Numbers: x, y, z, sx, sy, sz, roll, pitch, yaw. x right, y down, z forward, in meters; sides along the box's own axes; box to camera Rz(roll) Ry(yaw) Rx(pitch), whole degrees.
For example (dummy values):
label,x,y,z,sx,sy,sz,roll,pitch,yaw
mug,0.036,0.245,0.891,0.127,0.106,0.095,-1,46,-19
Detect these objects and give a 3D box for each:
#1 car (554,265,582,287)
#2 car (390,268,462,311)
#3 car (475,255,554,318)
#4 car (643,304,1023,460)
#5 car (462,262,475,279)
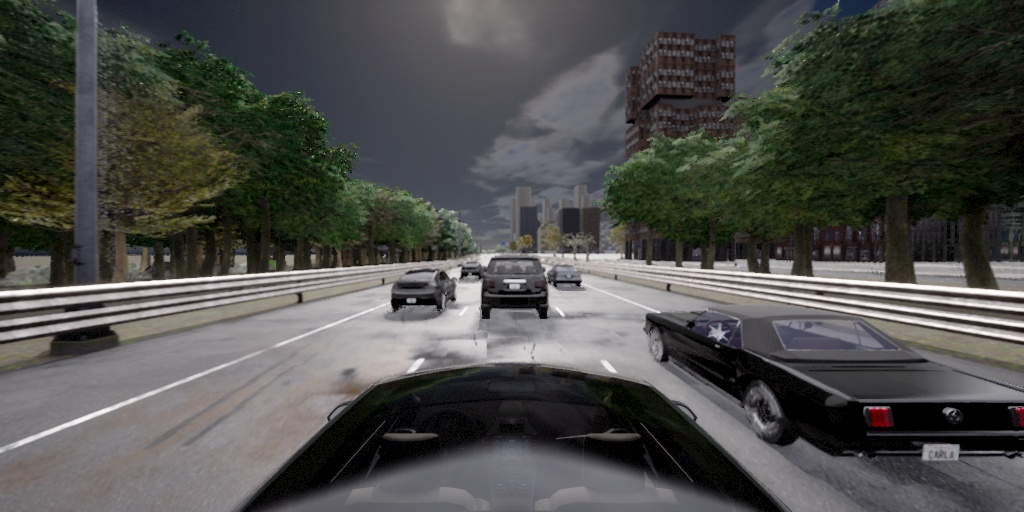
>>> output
label,x,y,z,sx,sy,sz,roll,pitch,yaw
car,3.515,1.326,24.798,2.033,1.411,5.357,0,0,-1
car,-3.425,1.272,14.596,1.837,1.490,4.892,0,0,0
car,0.093,0.988,13.198,2.150,2.045,5.566,0,0,0
car,3.594,1.358,5.218,1.895,1.301,4.718,0,0,0
car,-3.570,1.285,32.680,1.837,1.490,4.892,0,0,-1
